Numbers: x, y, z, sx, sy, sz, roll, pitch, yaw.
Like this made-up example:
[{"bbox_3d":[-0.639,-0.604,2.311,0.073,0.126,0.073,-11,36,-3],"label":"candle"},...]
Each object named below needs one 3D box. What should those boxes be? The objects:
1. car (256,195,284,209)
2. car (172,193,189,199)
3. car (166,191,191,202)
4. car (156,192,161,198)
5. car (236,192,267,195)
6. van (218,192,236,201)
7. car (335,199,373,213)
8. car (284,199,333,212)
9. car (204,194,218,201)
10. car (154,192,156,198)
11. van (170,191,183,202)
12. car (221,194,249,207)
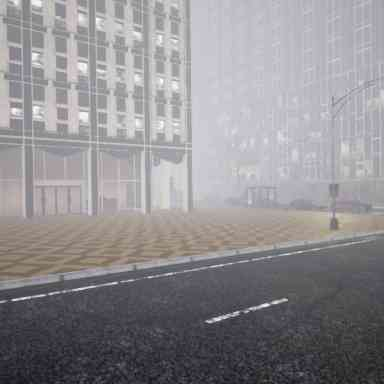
[{"bbox_3d":[9.574,1.387,41.255,1.802,1.307,4.206,0,1,-34],"label":"car"},{"bbox_3d":[-2.616,0.935,74.213,1.802,1.307,4.206,0,1,-34],"label":"car"},{"bbox_3d":[-2.583,0.800,64.041,2.150,2.045,5.566,-1,1,-34],"label":"car"},{"bbox_3d":[-5.817,0.614,78.905,2.192,1.841,5.009,0,1,-34],"label":"car"},{"bbox_3d":[9.216,0.942,46.559,2.150,2.045,5.566,-1,1,-34],"label":"car"},{"bbox_3d":[6.988,0.854,60.120,1.690,1.788,3.998,0,1,-34],"label":"van"},{"bbox_3d":[16.848,1.407,35.365,1.994,1.385,4.181,-1,1,-34],"label":"car"},{"bbox_3d":[12.762,1.423,36.547,1.947,1.339,4.313,0,1,-34],"label":"car"},{"bbox_3d":[3.787,1.042,64.820,1.802,1.307,4.206,0,1,-34],"label":"car"},{"bbox_3d":[-9.019,0.685,83.603,1.967,1.590,4.097,0,1,-34],"label":"car"},{"bbox_3d":[-3.137,0.936,60.098,1.690,1.788,3.998,0,1,-34],"label":"van"},{"bbox_3d":[6.421,1.319,45.984,1.947,1.339,4.313,0,1,-34],"label":"car"}]
